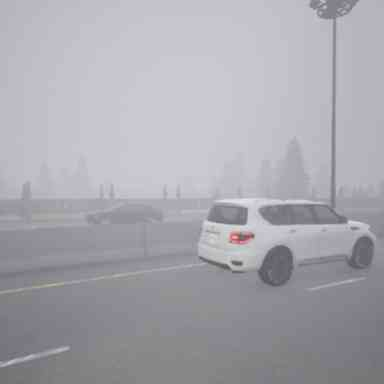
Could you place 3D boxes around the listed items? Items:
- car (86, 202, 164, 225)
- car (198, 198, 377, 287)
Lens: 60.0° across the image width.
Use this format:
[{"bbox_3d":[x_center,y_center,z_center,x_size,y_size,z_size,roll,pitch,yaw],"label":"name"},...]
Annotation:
[{"bbox_3d":[-4.305,1.416,21.637,5.008,1.535,1.882,0,0,-29],"label":"car"},{"bbox_3d":[2.818,1.196,9.438,5.566,2.045,2.150,0,0,-30],"label":"car"}]
